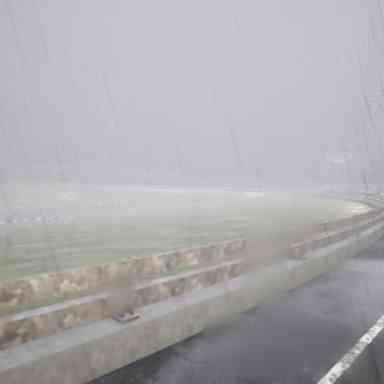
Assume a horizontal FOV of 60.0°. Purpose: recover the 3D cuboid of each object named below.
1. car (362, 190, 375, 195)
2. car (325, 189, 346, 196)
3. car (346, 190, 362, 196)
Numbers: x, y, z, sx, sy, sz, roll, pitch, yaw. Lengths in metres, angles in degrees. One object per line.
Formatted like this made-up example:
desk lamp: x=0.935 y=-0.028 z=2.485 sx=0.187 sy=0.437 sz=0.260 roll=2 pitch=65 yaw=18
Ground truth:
car: x=38.374 y=0.313 z=73.842 sx=1.895 sy=1.301 sz=4.718 roll=1 pitch=1 yaw=-3
car: x=31.377 y=0.139 z=73.852 sx=2.128 sy=1.511 sz=4.902 roll=1 pitch=1 yaw=-3
car: x=34.877 y=0.191 z=73.857 sx=2.128 sy=1.511 sz=4.902 roll=1 pitch=1 yaw=-3
